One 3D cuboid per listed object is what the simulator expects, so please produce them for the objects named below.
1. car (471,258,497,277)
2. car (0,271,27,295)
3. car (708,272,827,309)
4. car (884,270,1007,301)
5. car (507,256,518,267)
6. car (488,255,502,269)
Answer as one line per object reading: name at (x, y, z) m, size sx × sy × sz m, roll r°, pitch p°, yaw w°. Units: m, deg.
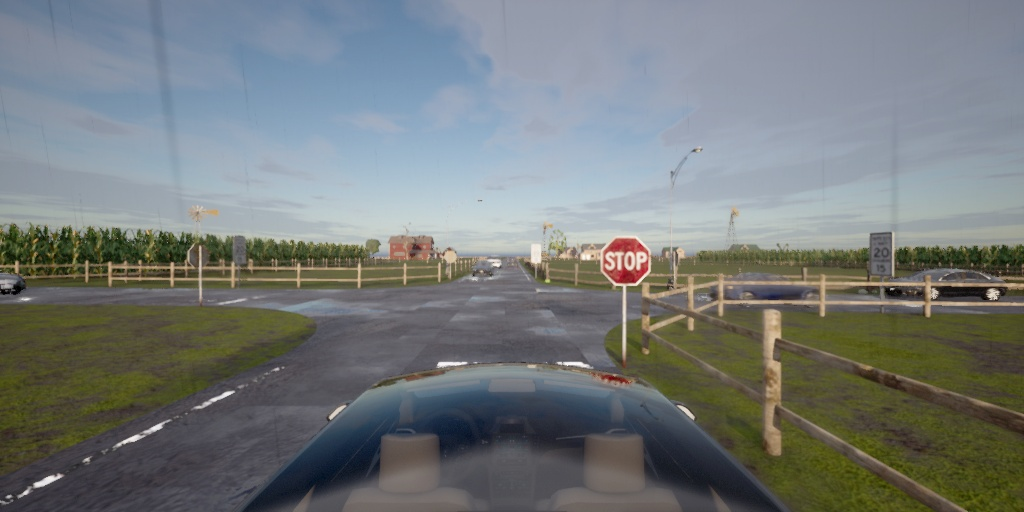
car at (-2.776, 1.220, 34.915) m, size 1.837 × 1.490 × 4.892 m, roll 0°, pitch 0°, yaw 0°
car at (-24.385, 1.051, 15.629) m, size 4.902 × 1.511 × 2.128 m, roll 0°, pitch 0°, yaw 1°
car at (10.683, 1.404, 15.170) m, size 4.181 × 1.385 × 1.994 m, roll 0°, pitch 0°, yaw -2°
car at (21.597, 1.426, 18.040) m, size 4.892 × 1.490 × 1.837 m, roll 0°, pitch 0°, yaw 1°
car at (0.131, 1.176, 62.381) m, size 2.128 × 1.511 × 4.902 m, roll 0°, pitch 0°, yaw 0°
car at (-2.722, 0.914, 54.073) m, size 2.150 × 2.045 × 5.566 m, roll 0°, pitch 0°, yaw 0°
